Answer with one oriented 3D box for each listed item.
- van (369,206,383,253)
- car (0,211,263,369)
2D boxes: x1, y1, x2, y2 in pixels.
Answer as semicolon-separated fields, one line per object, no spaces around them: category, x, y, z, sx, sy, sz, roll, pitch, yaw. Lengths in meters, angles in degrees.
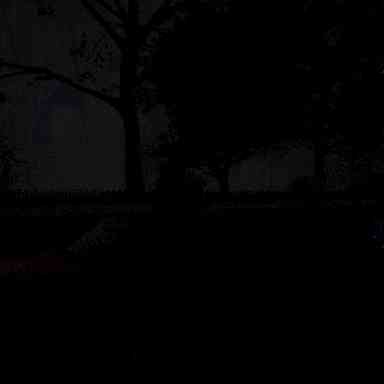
van;8.253;1.350;12.445;3.998;1.788;1.690;0;0;-35
car;-0.914;1.316;5.907;5.009;1.841;2.192;0;0;-35
